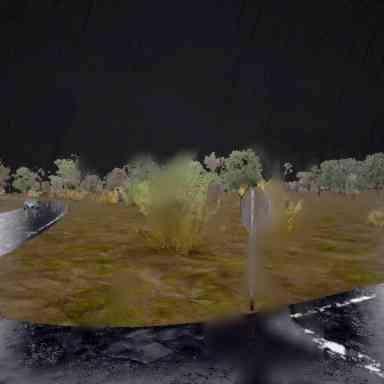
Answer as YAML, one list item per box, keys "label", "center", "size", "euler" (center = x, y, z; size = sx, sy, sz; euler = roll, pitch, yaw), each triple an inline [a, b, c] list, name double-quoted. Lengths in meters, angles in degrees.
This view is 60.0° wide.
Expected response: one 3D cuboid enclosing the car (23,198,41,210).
- label: "car"
  center: [-22.379, 1.629, 46.691]
  size: [2.128, 1.511, 4.902]
  euler: [0, 0, -19]
